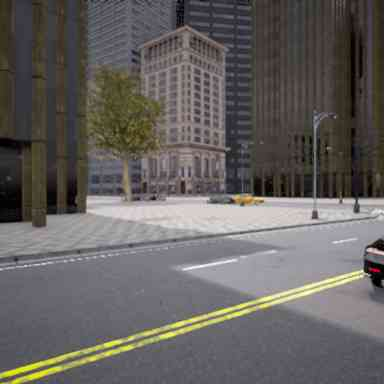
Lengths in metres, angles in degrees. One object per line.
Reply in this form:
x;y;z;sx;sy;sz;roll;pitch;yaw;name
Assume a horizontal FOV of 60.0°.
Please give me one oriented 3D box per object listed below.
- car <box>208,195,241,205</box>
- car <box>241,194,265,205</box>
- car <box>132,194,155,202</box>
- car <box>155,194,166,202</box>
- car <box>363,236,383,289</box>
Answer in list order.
4.180;1.136;46.414;1.994;1.385;4.181;0;0;-40;car
8.010;1.040;46.911;1.882;1.535;5.008;0;0;-40;car
-9.659;1.093;61.978;2.128;1.511;4.902;0;0;-44;car
-6.959;1.080;63.843;2.128;1.511;4.902;0;0;-43;car
5.837;1.378;7.592;4.902;1.511;2.128;-1;0;-35;car
